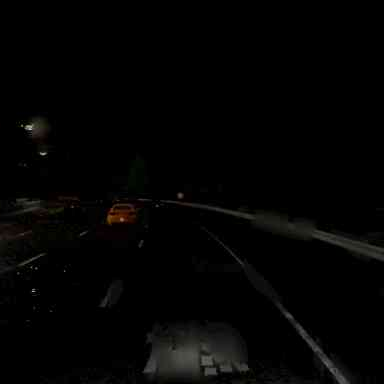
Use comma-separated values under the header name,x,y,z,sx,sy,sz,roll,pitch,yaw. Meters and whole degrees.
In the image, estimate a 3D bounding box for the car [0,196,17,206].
name,x,y,z,sx,sy,sz,roll,pitch,yaw
car,-31.389,1.718,57.024,2.150,2.045,5.566,-1,0,-21

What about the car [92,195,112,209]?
name,x,y,z,sx,sy,sz,roll,pitch,yaw
car,-13.760,1.444,49.974,2.150,2.045,5.566,0,0,-18

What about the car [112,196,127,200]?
name,x,y,z,sx,sy,sz,roll,pitch,yaw
car,-13.434,1.572,59.291,2.097,1.767,4.553,-1,0,-20

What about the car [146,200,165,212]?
name,x,y,z,sx,sy,sz,roll,pitch,yaw
car,-4.556,1.643,41.113,1.994,1.385,4.181,-1,0,-13

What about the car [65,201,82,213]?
name,x,y,z,sx,sy,sz,roll,pitch,yaw
car,-14.708,1.783,41.194,2.033,1.411,5.357,-1,0,-17

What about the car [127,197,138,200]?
name,x,y,z,sx,sy,sz,roll,pitch,yaw
car,-11.776,1.673,64.713,1.882,1.535,5.008,0,0,-21

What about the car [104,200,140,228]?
name,x,y,z,sx,sy,sz,roll,pitch,yaw
car,-4.715,1.555,23.115,1.882,1.535,5.008,0,0,-8
